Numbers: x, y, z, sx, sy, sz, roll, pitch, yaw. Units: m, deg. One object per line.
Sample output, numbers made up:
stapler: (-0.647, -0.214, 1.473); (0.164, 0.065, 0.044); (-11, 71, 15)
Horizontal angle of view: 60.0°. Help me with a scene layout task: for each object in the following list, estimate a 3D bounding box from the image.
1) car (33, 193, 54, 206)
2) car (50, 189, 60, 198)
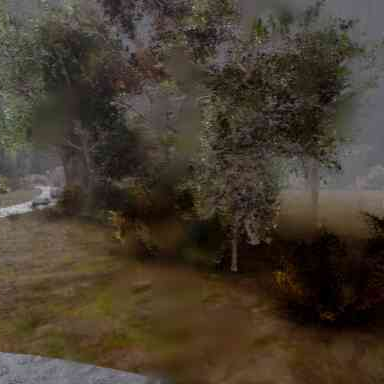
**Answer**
car: (-23.179, 1.386, 51.326); (1.994, 1.385, 4.181); (-2, 2, -14)
car: (-27.935, 0.427, 68.357); (2.150, 2.045, 5.566); (-1, 3, -18)
